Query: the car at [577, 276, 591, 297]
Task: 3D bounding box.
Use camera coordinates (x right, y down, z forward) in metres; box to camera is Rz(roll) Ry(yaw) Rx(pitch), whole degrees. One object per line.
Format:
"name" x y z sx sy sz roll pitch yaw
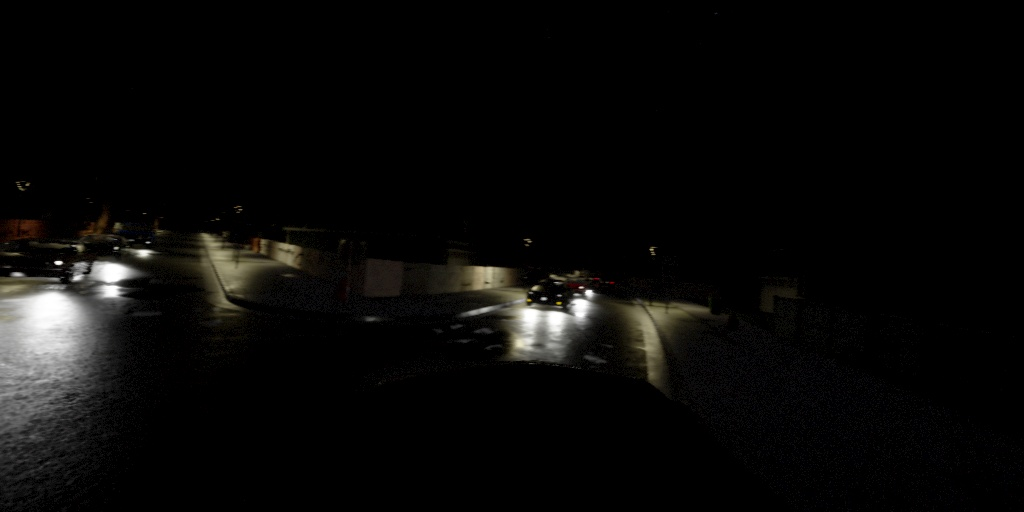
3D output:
"car" 4.886 2.419 28.222 1.895 1.301 4.718 4 -2 15

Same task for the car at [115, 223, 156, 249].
"car" -32.256 -1.778 30.835 2.150 2.045 5.566 5 0 -41

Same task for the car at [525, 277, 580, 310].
"car" 2.090 1.914 18.667 1.994 1.385 4.181 4 -2 17

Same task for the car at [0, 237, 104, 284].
"car" -15.973 0.114 12.233 1.895 1.301 4.718 5 0 -41

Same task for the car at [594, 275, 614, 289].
"car" 12.181 3.413 46.560 2.033 1.411 5.357 4 -2 11

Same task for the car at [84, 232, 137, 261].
"car" -22.870 -0.521 20.084 1.895 1.301 4.718 5 0 -41

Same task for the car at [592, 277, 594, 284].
"car" 8.056 3.008 41.057 1.895 1.301 4.718 4 -2 13
